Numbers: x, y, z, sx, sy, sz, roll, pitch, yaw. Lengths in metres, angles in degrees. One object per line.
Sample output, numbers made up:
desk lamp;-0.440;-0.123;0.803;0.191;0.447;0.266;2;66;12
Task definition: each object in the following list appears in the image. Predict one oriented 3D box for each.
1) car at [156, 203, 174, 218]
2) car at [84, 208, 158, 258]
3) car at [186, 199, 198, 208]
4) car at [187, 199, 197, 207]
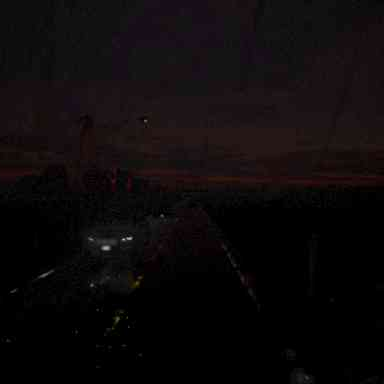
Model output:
car;-2.756;1.836;33.558;2.033;1.411;5.357;0;-1;0
car;-2.816;1.605;13.402;2.128;1.511;4.902;0;-1;0
car;-0.005;2.050;56.562;2.033;1.411;5.357;0;-1;0
car;-0.006;2.138;66.989;1.812;1.442;4.674;0;-1;0
